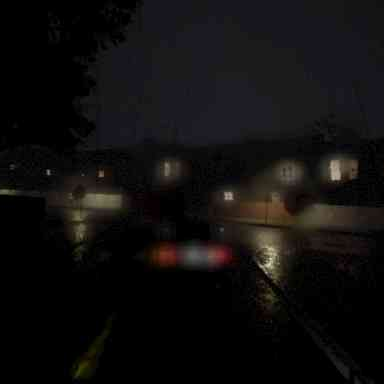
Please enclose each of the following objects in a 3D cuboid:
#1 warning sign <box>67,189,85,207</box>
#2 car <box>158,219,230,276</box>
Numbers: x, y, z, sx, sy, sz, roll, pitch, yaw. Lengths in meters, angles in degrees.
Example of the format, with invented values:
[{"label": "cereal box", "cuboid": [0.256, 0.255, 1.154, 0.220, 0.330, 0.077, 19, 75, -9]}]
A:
[{"label": "warning sign", "cuboid": [-12.312, 0.606, 35.344, 1.060, 1.860, 1.300, -1, 1, 32]}, {"label": "car", "cuboid": [0.084, 1.524, 10.200, 2.033, 1.411, 5.357, 0, 0, 1]}]
